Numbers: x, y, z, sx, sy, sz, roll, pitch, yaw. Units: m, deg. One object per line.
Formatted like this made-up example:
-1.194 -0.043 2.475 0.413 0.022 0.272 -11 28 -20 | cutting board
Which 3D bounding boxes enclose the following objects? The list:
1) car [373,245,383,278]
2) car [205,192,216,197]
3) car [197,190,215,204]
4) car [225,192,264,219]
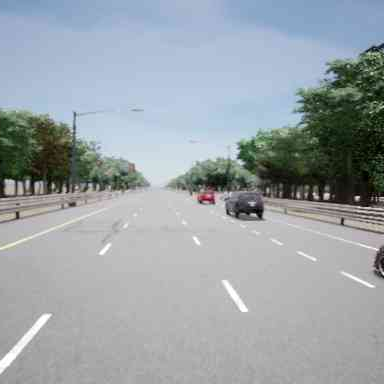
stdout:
6.144 1.638 7.506 1.994 1.385 4.181 1 1 -5 | car
5.144 0.619 93.274 1.812 1.442 4.674 2 1 19 | car
2.088 0.744 49.713 2.150 2.045 5.566 1 0 -5 | car
4.235 1.026 27.414 2.150 2.045 5.566 1 1 -6 | car
